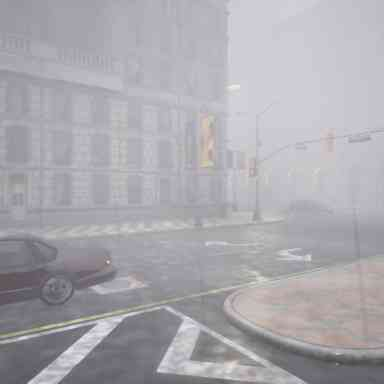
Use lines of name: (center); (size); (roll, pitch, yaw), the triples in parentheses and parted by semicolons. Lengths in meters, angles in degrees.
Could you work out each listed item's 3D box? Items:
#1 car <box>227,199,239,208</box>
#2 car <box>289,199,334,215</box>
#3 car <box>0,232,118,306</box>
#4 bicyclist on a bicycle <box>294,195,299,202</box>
car: (4.104, 1.547, 45.646); (2.033, 1.411, 5.357); (0, 0, -35)
car: (11.944, 1.493, 33.530); (2.128, 1.511, 4.902); (0, 0, -26)
car: (-4.235, 1.547, 6.515); (5.357, 1.411, 2.033); (0, 0, -34)
bicyclist on a bicycle: (17.991, 1.300, 57.149); (1.656, 1.620, 0.582); (0, 0, -35)
